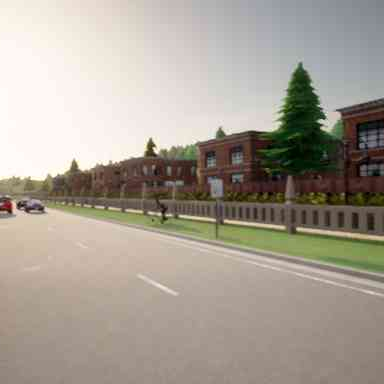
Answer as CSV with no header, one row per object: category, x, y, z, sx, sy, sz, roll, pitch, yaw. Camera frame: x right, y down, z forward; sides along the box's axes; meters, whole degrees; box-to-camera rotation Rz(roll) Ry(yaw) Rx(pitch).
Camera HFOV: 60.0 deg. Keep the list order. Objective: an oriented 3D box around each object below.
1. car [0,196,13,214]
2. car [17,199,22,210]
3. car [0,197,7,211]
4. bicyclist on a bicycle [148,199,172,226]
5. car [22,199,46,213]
car,-21.470,1.440,37.405,2.150,2.045,5.566,-1,0,-32
car,-24.174,1.732,48.133,1.837,1.490,4.892,-1,0,-32
car,-27.117,1.632,46.235,2.097,1.767,4.553,-1,0,-32
bicyclist on a bicycle,-2.003,1.265,20.708,1.656,1.620,0.582,-1,0,-32
car,-18.764,1.694,39.688,1.812,1.442,4.674,-1,0,-31
